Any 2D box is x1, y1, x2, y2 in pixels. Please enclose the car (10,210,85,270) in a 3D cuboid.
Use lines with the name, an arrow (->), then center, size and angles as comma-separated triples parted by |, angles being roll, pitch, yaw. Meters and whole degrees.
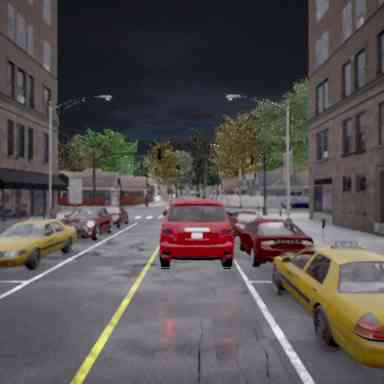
car -> -5.360, 1.547, 11.188 | 1.752, 1.417, 4.829 | 0, 0, 0

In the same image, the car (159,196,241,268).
car -> 0.129, 1.245, 11.502 | 2.150, 2.045, 5.566 | 0, 0, 0

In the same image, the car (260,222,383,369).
car -> 2.651, 1.537, 5.991 | 1.752, 1.417, 4.829 | 0, 0, 0

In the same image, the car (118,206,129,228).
car -> -5.329, 1.627, 22.396 | 1.802, 1.307, 4.206 | 0, 0, 0

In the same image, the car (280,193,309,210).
car -> 13.493, 1.350, 42.062 | 4.553, 1.767, 2.097 | 0, 0, 0

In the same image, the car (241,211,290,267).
car -> 2.666, 1.567, 11.339 | 1.887, 1.381, 4.507 | 0, 0, 0

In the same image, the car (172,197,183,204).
car -> -2.860, 1.734, 67.619 | 1.994, 1.385, 4.181 | 0, 0, 0

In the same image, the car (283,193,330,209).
car -> 15.552, 1.214, 45.338 | 5.566, 2.045, 2.150 | 0, 0, -2

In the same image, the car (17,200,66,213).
car -> -17.415, 1.682, 38.718 | 4.892, 1.490, 1.837 | 0, 0, 0

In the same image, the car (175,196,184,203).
car -> -2.859, 1.730, 77.870 | 1.812, 1.442, 4.674 | 0, 0, 0

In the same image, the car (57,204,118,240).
car -> -5.344, 1.474, 16.877 | 1.967, 1.590, 4.097 | 0, 0, 0

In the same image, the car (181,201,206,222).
car -> 0.018, 1.561, 27.686 | 1.837, 1.490, 4.892 | 0, 0, -3

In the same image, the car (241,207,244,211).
car -> 2.681, 1.616, 16.857 | 1.802, 1.307, 4.206 | 0, 0, 0

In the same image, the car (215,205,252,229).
car -> 2.696, 1.611, 22.375 | 1.947, 1.339, 4.313 | 0, 0, 0

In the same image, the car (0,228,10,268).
car -> -5.374, 1.451, 5.839 | 1.967, 1.590, 4.097 | 0, 0, 0

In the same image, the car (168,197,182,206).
car -> -2.899, 1.687, 57.731 | 2.033, 1.411, 5.357 | 0, 0, 1
